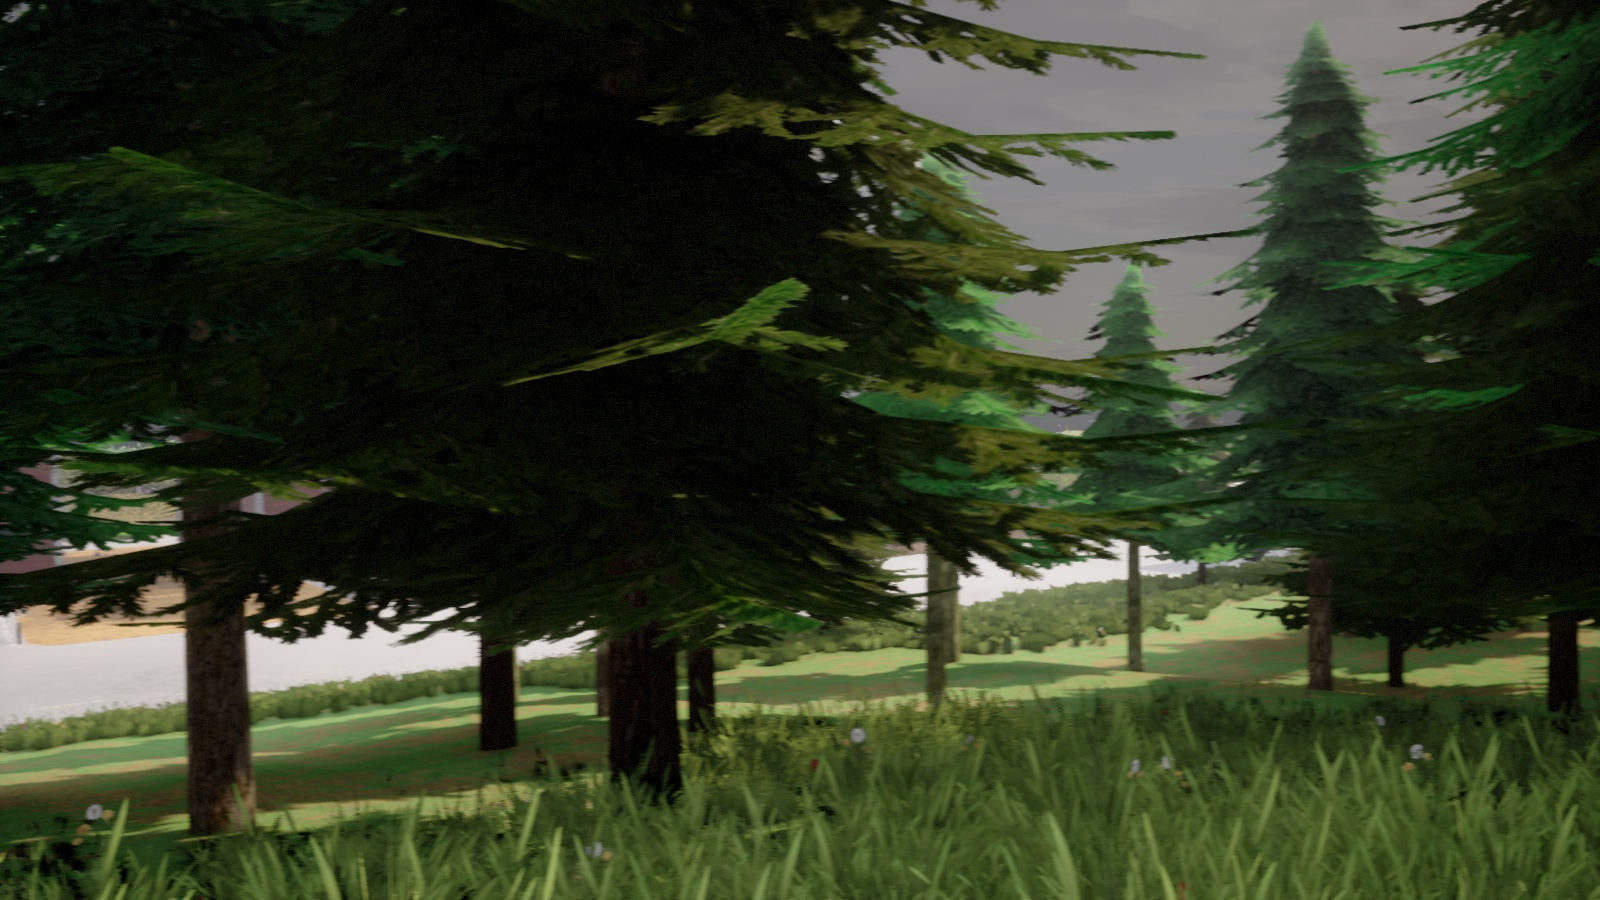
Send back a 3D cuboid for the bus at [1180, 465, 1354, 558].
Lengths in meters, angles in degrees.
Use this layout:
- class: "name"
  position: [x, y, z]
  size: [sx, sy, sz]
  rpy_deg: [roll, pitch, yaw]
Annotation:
- class: "bus"
  position: [26.416, 3.297, 70.813]
  size: [10.273, 4.253, 3.944]
  rpy_deg: [-4, 2, -35]
